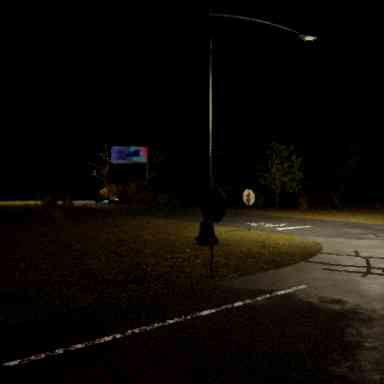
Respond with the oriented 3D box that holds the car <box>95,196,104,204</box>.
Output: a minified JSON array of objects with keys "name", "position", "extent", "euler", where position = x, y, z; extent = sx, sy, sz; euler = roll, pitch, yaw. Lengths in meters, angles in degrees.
[{"name":"car","position":[-16.258,1.383,60.898],"extent":[2.128,1.511,4.902],"euler":[0,0,-34]}]

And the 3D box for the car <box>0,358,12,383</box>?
[{"name":"car","position":[-3.428,1.526,1.443],"extent":[4.674,1.442,1.812],"euler":[0,0,-35]}]

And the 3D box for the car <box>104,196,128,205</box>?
[{"name":"car","position":[-12.275,1.452,54.978],"extent":[2.033,1.411,5.357],"euler":[0,0,-33]}]
